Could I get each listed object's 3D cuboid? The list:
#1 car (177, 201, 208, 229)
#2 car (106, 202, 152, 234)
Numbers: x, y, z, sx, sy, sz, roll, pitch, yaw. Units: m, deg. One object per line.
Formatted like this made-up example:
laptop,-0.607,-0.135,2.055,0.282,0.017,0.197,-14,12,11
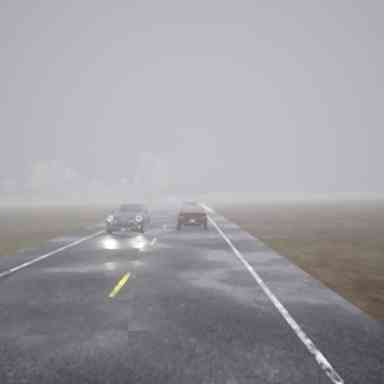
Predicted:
car,0.007,1.582,22.282,1.882,1.535,5.008,0,0,0
car,-3.676,1.446,19.974,2.097,1.767,4.553,0,0,0
